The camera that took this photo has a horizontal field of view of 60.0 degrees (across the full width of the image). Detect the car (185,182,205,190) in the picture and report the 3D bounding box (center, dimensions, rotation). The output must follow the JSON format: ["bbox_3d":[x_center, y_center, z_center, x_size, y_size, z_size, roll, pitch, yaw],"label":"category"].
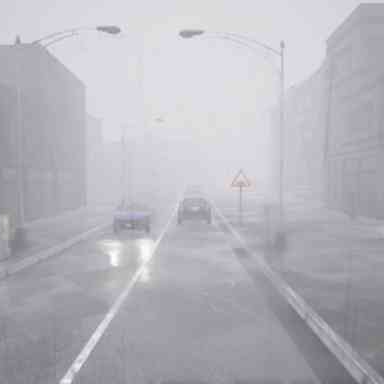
[{"bbox_3d":[0.210,-0.182,41.696,2.097,1.767,4.553,0,4,0],"label":"car"}]

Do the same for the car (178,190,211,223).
[{"bbox_3d":[0.160,0.995,22.249,2.097,1.767,4.553,0,2,0],"label":"car"}]

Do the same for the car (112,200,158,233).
[{"bbox_3d":[-3.049,1.260,18.532,1.882,1.535,5.008,0,2,0],"label":"car"}]

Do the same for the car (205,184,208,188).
[{"bbox_3d":[0.873,-1.139,61.906,2.033,1.411,5.357,1,2,36],"label":"car"}]
